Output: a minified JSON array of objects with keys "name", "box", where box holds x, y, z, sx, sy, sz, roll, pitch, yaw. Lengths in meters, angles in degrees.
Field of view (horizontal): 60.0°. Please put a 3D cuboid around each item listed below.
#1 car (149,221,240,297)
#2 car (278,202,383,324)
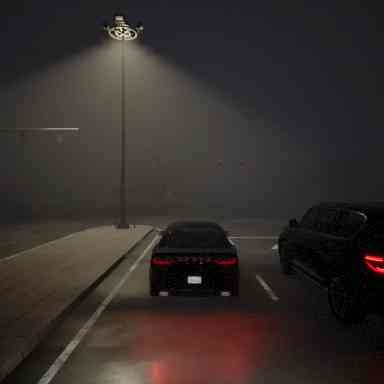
[{"name":"car","box":[0.063,1.478,8.634,1.882,1.535,5.008,0,0,0]},{"name":"car","box":[3.566,1.221,7.287,2.150,2.045,5.566,0,0,0]}]
